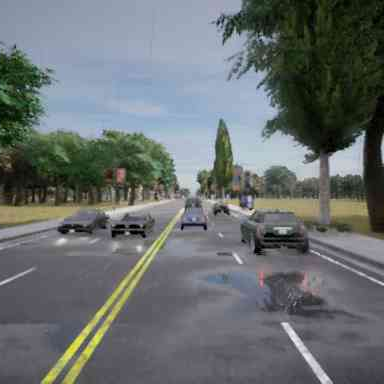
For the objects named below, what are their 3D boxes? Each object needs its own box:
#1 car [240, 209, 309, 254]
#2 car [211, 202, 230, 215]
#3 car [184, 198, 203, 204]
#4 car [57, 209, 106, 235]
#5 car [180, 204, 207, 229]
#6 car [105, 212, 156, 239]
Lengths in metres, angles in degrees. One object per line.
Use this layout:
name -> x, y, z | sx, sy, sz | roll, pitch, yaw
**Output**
car -> 3.376, 1.526, 14.461 | 2.097, 1.767, 4.553 | 0, -1, 0
car -> 3.428, 1.980, 40.018 | 1.837, 1.490, 4.892 | 0, 0, 0
car -> 0.179, 1.727, 43.189 | 2.150, 2.045, 5.566 | 0, 0, 0
car -> -6.493, 1.777, 20.739 | 2.033, 1.411, 5.357 | 0, -1, 1
car -> 0.126, 1.824, 23.696 | 2.033, 1.411, 5.357 | 0, -1, 0
car -> -3.262, 1.816, 19.031 | 1.895, 1.301, 4.718 | 0, -1, 1
